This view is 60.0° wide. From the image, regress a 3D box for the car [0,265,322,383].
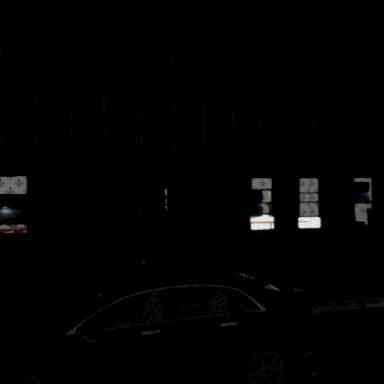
[{"bbox_3d":[-0.540,1.721,4.358,4.403,1.369,2.008,-1,-2,-11],"label":"car"}]
